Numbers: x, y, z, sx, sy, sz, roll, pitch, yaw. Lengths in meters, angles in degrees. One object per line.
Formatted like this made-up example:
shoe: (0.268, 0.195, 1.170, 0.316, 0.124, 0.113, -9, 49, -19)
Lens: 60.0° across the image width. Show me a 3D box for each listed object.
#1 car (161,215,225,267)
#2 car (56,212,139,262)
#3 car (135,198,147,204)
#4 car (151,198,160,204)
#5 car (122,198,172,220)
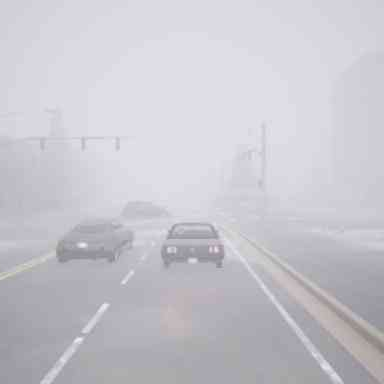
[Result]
car: (0.033, 1.703, 11.769, 1.895, 1.301, 4.718, 0, 0, 0)
car: (-3.467, 1.673, 12.576, 1.994, 1.385, 4.181, 0, 0, 0)
car: (-12.351, 2.232, 80.858, 2.033, 1.411, 5.357, 0, 0, -1)
car: (-8.852, 2.217, 80.949, 1.812, 1.442, 4.674, 0, 0, -1)
car: (-4.139, 1.586, 30.649, 4.553, 1.767, 2.097, 0, -1, -4)
